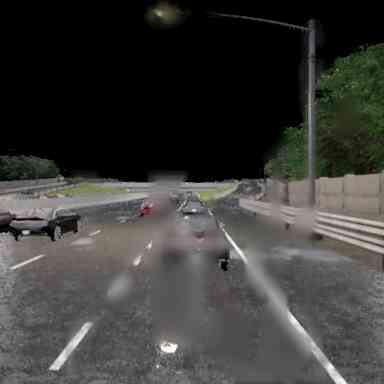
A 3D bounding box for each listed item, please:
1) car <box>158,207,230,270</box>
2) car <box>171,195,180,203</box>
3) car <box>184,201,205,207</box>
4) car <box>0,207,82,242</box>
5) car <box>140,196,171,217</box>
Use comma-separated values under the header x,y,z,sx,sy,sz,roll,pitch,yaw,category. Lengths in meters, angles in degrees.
x,y,z,sx,sy,sz,roll,pitch,yaw,category
0.113,1.469,10.895,2.128,1.511,4.902,0,0,0,car
-3.265,1.324,62.547,1.882,1.535,5.008,0,0,0,car
0.197,1.493,29.560,1.994,1.385,4.181,0,0,1,car
-6.873,1.455,16.187,2.128,1.511,4.902,0,0,0,car
-3.407,1.278,30.626,2.097,1.767,4.553,0,0,0,car
